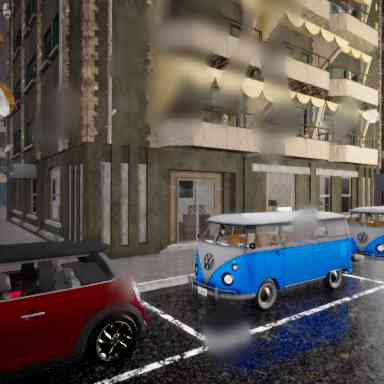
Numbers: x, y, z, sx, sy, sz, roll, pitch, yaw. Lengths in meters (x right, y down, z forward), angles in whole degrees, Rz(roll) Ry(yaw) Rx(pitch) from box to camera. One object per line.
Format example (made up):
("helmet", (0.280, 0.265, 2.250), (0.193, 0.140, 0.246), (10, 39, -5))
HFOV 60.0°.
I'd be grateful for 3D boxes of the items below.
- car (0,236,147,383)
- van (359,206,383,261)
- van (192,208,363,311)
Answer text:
("car", (-2.722, 1.440, 4.152), (4.097, 1.590, 1.967), (0, 0, -36))
("van", (6.529, 1.345, 10.780), (3.998, 1.788, 1.690), (0, 0, -36))
("van", (1.904, 1.343, 7.466), (3.998, 1.788, 1.690), (0, 0, -36))
